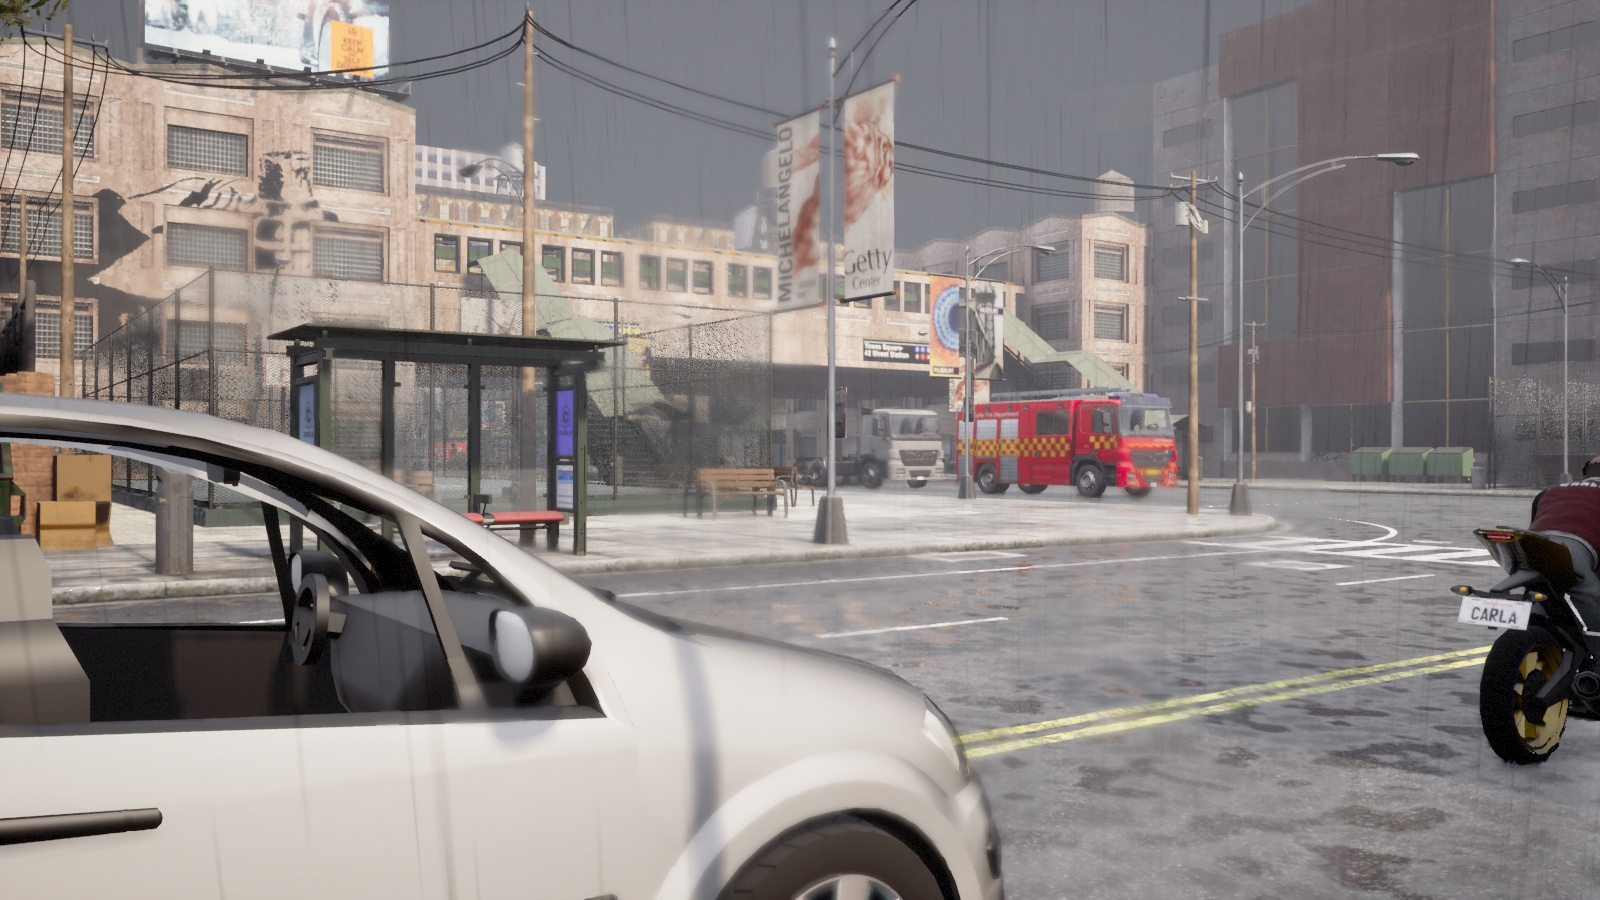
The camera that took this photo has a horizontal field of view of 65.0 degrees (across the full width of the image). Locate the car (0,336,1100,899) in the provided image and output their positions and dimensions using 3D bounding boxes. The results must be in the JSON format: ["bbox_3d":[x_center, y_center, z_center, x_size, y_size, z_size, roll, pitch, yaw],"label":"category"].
[{"bbox_3d":[-1.441,0.653,2.657,3.988,1.617,1.851,0,0,-35],"label":"car"}]

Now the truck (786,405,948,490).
[{"bbox_3d":[2.773,-0.108,55.313,2.891,3.462,7.936,0,0,-34],"label":"truck"}]

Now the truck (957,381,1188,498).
[{"bbox_3d":[9.601,-0.329,45.341,2.891,3.827,8.468,0,0,-34],"label":"truck"}]

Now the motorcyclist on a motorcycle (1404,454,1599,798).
[{"bbox_3d":[4.185,0.787,6.582,2.191,1.530,0.866,0,0,-35],"label":"motorcyclist on a motorcycle"}]
